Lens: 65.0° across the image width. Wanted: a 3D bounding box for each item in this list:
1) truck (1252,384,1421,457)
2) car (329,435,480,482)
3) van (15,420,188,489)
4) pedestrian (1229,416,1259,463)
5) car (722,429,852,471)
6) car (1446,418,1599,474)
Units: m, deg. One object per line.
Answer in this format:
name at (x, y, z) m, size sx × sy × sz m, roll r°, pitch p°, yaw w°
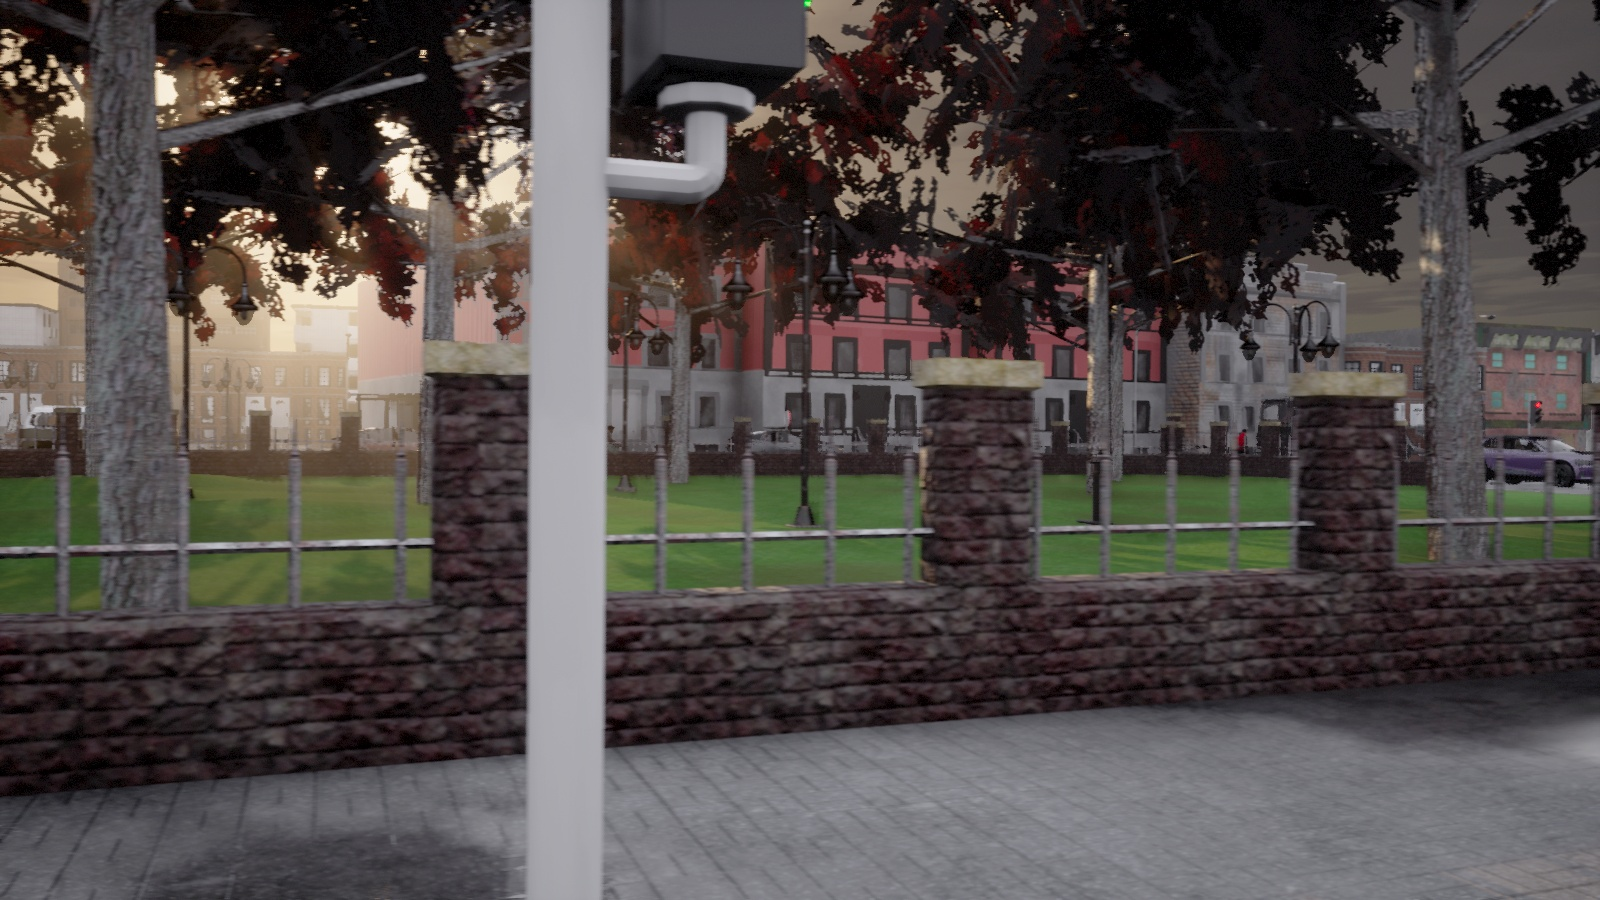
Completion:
truck at (26.574, -1.478, 62.196) m, size 7.936 × 3.462 × 2.891 m, roll -1°, pitch 1°, yaw -21°
car at (-13.488, 0.248, 42.819) m, size 4.792 × 1.488 × 2.163 m, roll -1°, pitch 1°, yaw -21°
van at (-21.921, 0.114, 39.627) m, size 4.480 × 2.038 × 2.069 m, roll -1°, pitch 1°, yaw -21°
pedestrian at (17.576, -0.412, 49.711) m, size 0.899 × 1.844 × 0.634 m, roll -1°, pitch 1°, yaw -21°
car at (-0.514, -0.024, 47.739) m, size 4.514 × 1.525 × 2.007 m, roll -1°, pitch 1°, yaw -20°
car at (23.304, -0.167, 39.784) m, size 2.033 × 1.649 × 4.856 m, roll -1°, pitch 1°, yaw -23°
